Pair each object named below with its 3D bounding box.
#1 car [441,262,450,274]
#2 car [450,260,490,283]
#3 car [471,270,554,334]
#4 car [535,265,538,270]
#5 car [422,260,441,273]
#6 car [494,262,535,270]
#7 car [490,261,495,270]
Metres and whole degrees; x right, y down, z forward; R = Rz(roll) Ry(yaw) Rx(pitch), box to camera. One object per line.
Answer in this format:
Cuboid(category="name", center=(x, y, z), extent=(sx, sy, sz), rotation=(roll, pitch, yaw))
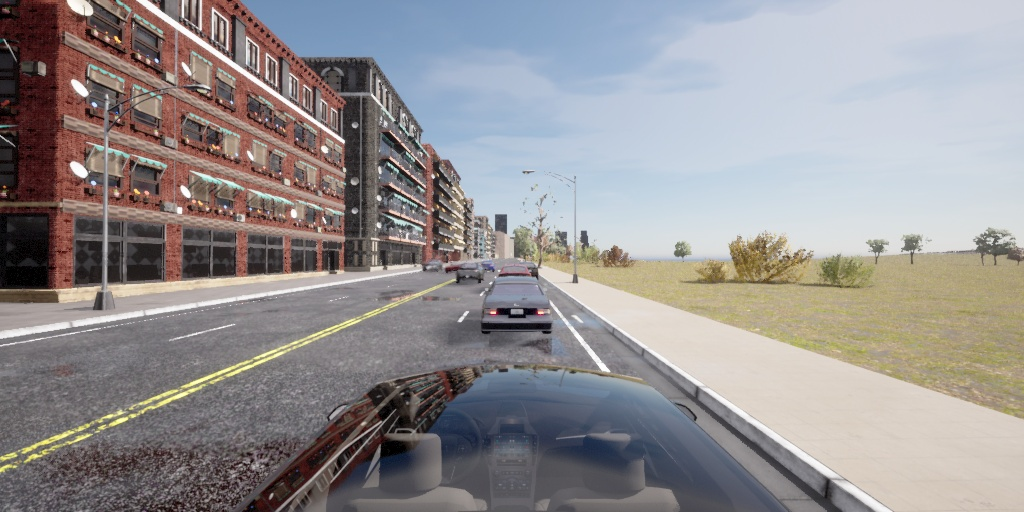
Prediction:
Cuboid(category="car", center=(-6.498, 1.354, 41.288), extent=(1.895, 1.301, 4.718), rotation=(0, 0, 0))
Cuboid(category="car", center=(-3.084, 1.244, 27.417), extent=(2.128, 1.511, 4.902), rotation=(0, 0, 0))
Cuboid(category="car", center=(0.122, 1.299, 10.577), extent=(2.033, 1.411, 5.357), rotation=(0, 0, 0))
Cuboid(category="car", center=(1.212, 1.232, 30.554), extent=(1.882, 1.535, 5.008), rotation=(0, 0, 0))
Cuboid(category="car", center=(-9.738, 1.245, 44.389), extent=(2.128, 1.511, 4.902), rotation=(0, 0, 0))
Cuboid(category="car", center=(0.152, 1.231, 21.117), extent=(1.882, 1.535, 5.008), rotation=(0, 0, 0))
Cuboid(category="car", center=(-3.040, 1.279, 45.095), extent=(1.812, 1.442, 4.674), rotation=(0, 0, 0))
